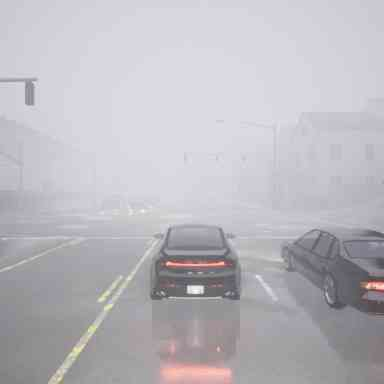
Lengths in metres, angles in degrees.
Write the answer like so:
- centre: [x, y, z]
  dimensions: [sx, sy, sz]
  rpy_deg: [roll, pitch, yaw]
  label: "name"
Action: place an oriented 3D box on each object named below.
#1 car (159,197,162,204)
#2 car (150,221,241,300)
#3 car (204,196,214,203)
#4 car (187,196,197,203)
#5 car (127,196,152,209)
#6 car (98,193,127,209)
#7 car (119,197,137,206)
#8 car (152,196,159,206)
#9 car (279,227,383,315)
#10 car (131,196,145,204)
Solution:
- centre: [-7.032, 1.547, 65.030]
  dimensions: [2.033, 1.411, 5.357]
  rpy_deg: [0, 0, 1]
  label: "car"
- centre: [0.076, 1.505, 8.384]
  dimensions: [1.837, 1.490, 4.892]
  rpy_deg: [0, 0, 0]
  label: "car"
- centre: [3.505, 1.545, 69.150]
  dimensions: [2.033, 1.411, 5.357]
  rpy_deg: [0, 0, 0]
  label: "car"
- centre: [0.007, 1.547, 69.151]
  dimensions: [2.033, 1.411, 5.357]
  rpy_deg: [0, 0, 0]
  label: "car"
- centre: [-7.094, 1.477, 45.164]
  dimensions: [1.882, 1.535, 5.008]
  rpy_deg: [0, 0, 0]
  label: "car"
- centre: [-10.596, 1.221, 44.950]
  dimensions: [2.150, 2.045, 5.566]
  rpy_deg: [0, 0, 0]
  label: "car"
- centre: [-10.582, 1.547, 55.196]
  dimensions: [2.033, 1.411, 5.357]
  rpy_deg: [0, 0, 0]
  label: "car"
- centre: [-7.085, 1.505, 54.619]
  dimensions: [1.837, 1.490, 4.892]
  rpy_deg: [0, 0, 0]
  label: "car"
- centre: [3.576, 1.547, 7.808]
  dimensions: [2.033, 1.411, 5.357]
  rpy_deg: [0, 0, 0]
  label: "car"
- centre: [-10.527, 1.505, 65.388]
  dimensions: [1.837, 1.490, 4.892]
  rpy_deg: [0, 0, 0]
  label: "car"
